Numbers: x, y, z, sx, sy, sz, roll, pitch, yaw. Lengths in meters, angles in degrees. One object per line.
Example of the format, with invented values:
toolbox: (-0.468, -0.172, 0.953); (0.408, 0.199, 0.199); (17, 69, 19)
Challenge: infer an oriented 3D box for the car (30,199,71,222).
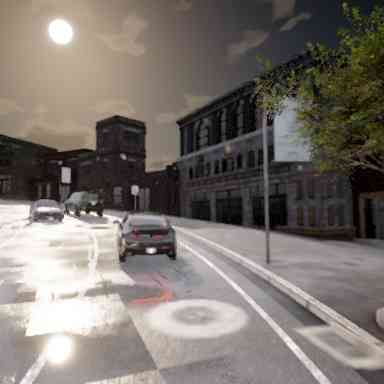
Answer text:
car: (-10.345, 1.272, 23.588); (2.033, 1.411, 5.357); (2, 0, -30)

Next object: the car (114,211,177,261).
car: (-1.774, 1.465, 12.163); (1.837, 1.490, 4.892); (1, 0, -14)

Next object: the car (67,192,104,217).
car: (-9.452, 0.999, 28.961); (2.150, 2.045, 5.566); (3, -1, -34)
